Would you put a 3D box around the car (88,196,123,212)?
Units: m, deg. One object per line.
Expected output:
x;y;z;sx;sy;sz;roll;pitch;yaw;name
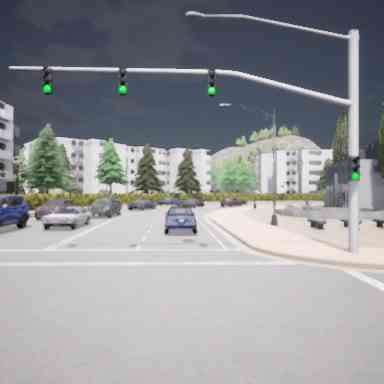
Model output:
-10.281;1.395;39.982;2.097;1.767;4.553;0;0;14;car

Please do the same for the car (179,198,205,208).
0.375;1.629;48.394;1.994;1.385;4.181;0;0;27;car

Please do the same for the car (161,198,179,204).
-3.512;1.639;56.212;2.033;1.411;5.357;0;0;34;car

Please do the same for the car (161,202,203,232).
-0.711;1.574;20.093;2.033;1.411;5.357;0;0;-3;car

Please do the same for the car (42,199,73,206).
-11.494;1.376;28.401;2.097;1.767;4.553;0;0;1;car

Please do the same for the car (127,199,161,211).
-6.208;1.596;42.002;2.033;1.411;5.357;0;0;17;car

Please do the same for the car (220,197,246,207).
6.045;1.603;51.576;1.812;1.442;4.674;0;0;36;car

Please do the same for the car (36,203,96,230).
-7.935;1.620;21.474;1.895;1.301;4.718;0;0;-2;car

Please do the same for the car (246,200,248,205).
7.993;1.654;59.210;4.181;1.385;1.994;0;0;-41;car

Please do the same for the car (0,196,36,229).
-11.300;1.233;18.905;2.150;2.045;5.566;0;0;-3;car

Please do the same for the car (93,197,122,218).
-7.993;1.383;30.512;2.097;1.767;4.553;0;0;3;car
